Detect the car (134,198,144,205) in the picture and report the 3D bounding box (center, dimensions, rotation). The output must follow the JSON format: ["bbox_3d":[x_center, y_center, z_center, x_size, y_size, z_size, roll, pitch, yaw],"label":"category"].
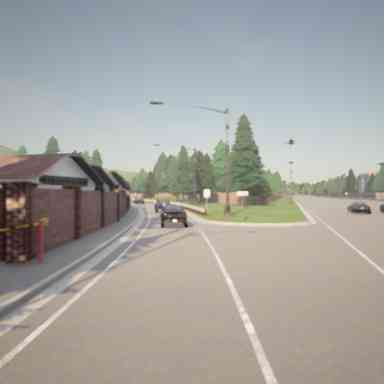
[{"bbox_3d":[-12.067,2.099,75.648,1.812,1.442,4.674,0,0,-20],"label":"car"}]

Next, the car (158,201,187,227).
[{"bbox_3d":[-1.387,1.685,24.471,1.837,1.490,4.892,0,0,-6],"label":"car"}]

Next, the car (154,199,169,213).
[{"bbox_3d":[-3.710,1.665,42.180,2.097,1.767,4.553,0,0,-9],"label":"car"}]

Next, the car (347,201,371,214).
[{"bbox_3d":[19.857,1.801,39.655,1.994,1.385,4.181,0,0,16],"label":"car"}]

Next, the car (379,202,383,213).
[{"bbox_3d":[22.985,1.568,37.886,2.097,1.767,4.553,0,0,16],"label":"car"}]
